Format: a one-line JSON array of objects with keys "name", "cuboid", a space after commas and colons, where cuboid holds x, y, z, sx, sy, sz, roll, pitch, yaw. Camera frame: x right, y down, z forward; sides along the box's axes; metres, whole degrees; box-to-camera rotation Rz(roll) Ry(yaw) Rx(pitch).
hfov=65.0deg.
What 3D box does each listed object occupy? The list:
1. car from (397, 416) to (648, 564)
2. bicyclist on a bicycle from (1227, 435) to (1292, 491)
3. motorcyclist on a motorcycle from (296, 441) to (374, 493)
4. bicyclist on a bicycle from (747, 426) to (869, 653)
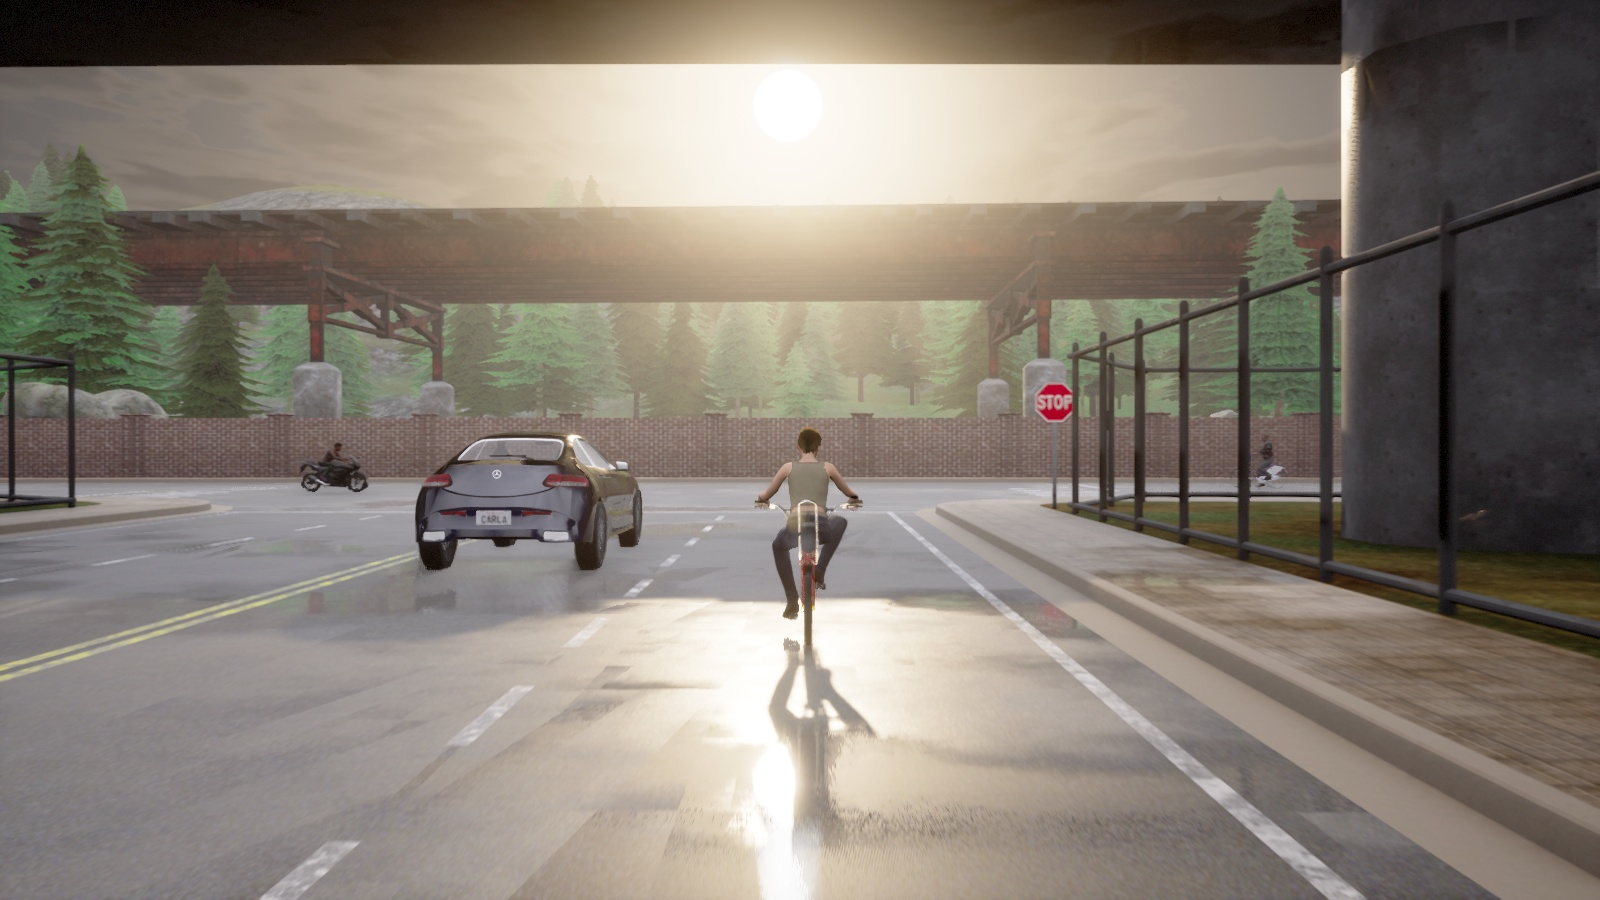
[{"name": "car", "cuboid": [-3.391, 0.430, 16.461, 2.152, 1.651, 5.027, 0, 0, 0]}, {"name": "bicyclist on a bicycle", "cuboid": [14.758, 0.401, 40.368, 1.843, 1.776, 0.659, 0, 0, 1]}, {"name": "motorcyclist on a motorcycle", "cuboid": [-13.875, 0.506, 37.484, 2.044, 1.523, 0.797, 0, 0, 1]}, {"name": "bicyclist on a bicycle", "cuboid": [0.065, 0.628, 9.673, 0.866, 1.612, 1.509, 0, 0, 1]}]
